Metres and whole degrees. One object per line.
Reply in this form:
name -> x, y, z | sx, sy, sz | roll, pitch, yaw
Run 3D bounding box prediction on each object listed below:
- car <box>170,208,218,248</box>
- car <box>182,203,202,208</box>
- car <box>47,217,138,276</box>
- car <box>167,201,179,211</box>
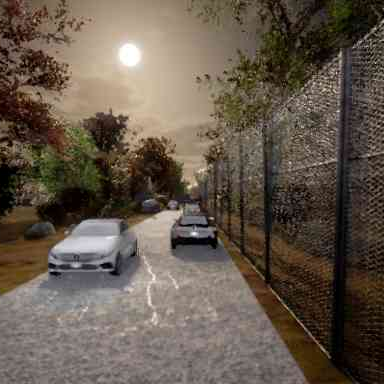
car -> 0.078, 1.627, 15.107 | 1.994, 1.385, 4.181 | 0, 0, 0
car -> 0.009, 1.842, 33.560 | 2.033, 1.411, 5.357 | 0, -1, 0
car -> -2.864, 1.558, 10.550 | 1.812, 1.442, 4.674 | 0, 0, 0
car -> -3.033, 2.244, 54.000 | 2.128, 1.511, 4.902 | 0, -2, 0
